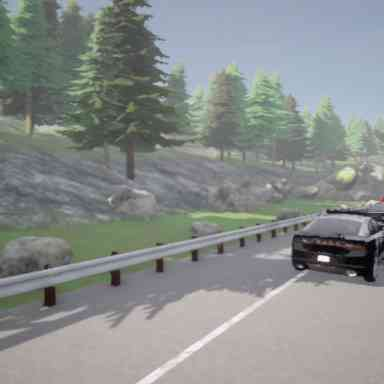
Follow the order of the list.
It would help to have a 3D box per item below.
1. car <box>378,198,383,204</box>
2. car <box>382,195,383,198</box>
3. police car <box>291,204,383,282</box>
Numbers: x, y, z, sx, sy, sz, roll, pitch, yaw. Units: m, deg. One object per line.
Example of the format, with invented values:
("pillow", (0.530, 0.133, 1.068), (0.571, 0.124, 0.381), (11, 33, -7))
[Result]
("car", (10.448, 1.334, 17.718), (1.882, 1.535, 5.008), (2, 1, 37))
("car", (14.150, 1.058, 22.461), (2.150, 2.045, 5.566), (2, 1, 38))
("police car", (4.565, 1.324, 9.794), (1.930, 1.638, 5.238), (2, 1, 36))
